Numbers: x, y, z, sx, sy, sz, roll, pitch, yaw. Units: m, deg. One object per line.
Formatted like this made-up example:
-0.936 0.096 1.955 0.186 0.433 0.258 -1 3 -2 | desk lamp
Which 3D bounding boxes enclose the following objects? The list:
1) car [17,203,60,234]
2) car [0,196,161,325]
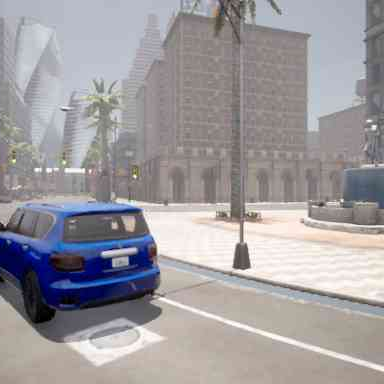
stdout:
-9.343 1.516 20.581 1.882 1.535 5.008 0 0 -19 | car
-2.937 1.237 7.508 2.150 2.045 5.566 0 0 -41 | car
